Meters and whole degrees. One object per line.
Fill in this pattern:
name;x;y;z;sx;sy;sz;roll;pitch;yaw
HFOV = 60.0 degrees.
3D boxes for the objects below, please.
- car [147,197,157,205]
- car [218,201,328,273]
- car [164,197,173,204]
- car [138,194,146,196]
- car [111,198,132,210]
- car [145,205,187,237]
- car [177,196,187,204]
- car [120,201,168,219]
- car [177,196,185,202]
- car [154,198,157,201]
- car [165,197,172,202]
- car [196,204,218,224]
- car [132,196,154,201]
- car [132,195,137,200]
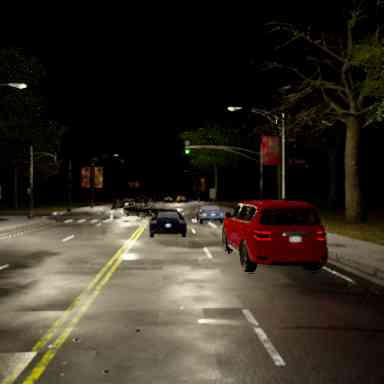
car;-8.082;1.866;67.577;1.837;1.490;4.892;0;0;-4
car;2.438;1.288;11.109;2.150;2.045;5.566;0;0;-4
car;-5.419;2.018;76.354;1.895;1.301;4.718;0;0;-4
car;-12.214;1.374;80.431;2.150;2.045;5.566;0;0;-4
car;-9.938;1.732;46.000;1.837;1.490;4.892;0;0;-4
car;-1.341;1.658;18.672;1.994;1.385;4.181;0;0;-4
car;-2.175;1.983;76.548;1.994;1.385;4.181;0;0;-4
car;-4.581;1.755;30.940;1.895;1.301;4.718;1;0;-37
car;-2.862;1.852;86.524;1.882;1.535;5.008;0;0;-4
car;-7.273;1.884;54.676;1.895;1.301;4.718;0;0;-3
car;-6.105;1.918;86.300;1.994;1.385;4.181;0;0;-4
car;1.358;1.689;26.229;2.033;1.411;5.357;0;0;-4
car;-6.641;1.736;45.441;1.837;1.490;4.892;0;0;-4
car;-10.576;1.772;55.401;2.128;1.511;4.902;0;0;-4
